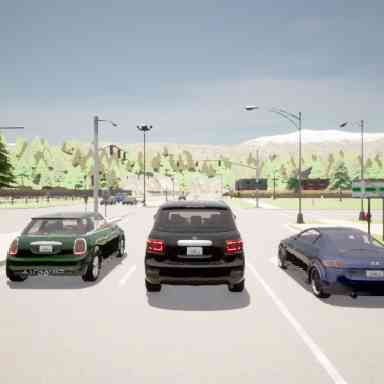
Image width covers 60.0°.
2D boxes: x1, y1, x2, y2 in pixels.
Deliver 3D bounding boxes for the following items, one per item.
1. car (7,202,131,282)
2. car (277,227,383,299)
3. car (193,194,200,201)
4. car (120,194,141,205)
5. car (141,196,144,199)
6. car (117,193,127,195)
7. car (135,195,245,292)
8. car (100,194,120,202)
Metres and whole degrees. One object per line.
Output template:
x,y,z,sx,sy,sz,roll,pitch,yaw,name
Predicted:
-3.417,1.352,9.946,2.097,1.767,4.553,0,0,0,car
3.578,1.564,8.505,1.994,1.385,4.181,0,0,0,car
1.116,1.311,83.397,1.882,1.535,5.008,0,0,1,car
-10.864,1.547,58.292,2.033,1.411,5.357,0,0,1,car
-10.658,1.526,67.874,1.812,1.442,4.674,0,0,1,car
-14.186,1.221,66.561,2.150,2.045,5.566,0,0,1,car
0.075,1.221,9.051,2.150,2.045,5.566,0,0,1,car
-14.392,1.564,57.206,1.994,1.385,4.181,0,0,1,car
